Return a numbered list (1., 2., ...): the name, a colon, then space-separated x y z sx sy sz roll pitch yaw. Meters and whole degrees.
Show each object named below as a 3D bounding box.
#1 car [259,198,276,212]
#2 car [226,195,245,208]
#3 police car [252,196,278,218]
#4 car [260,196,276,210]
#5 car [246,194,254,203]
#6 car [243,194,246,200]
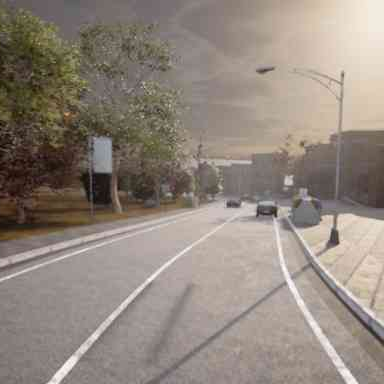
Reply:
1. car: 9.381 1.550 41.280 1.801 1.575 5.366 2 0 13
2. car: 5.955 1.563 47.181 1.895 1.301 4.718 2 0 13
3. police car: 7.066 1.506 31.422 1.930 1.638 5.238 2 0 13
4. car: 10.712 1.450 46.959 2.097 1.767 4.553 2 0 13
5. car: 12.737 1.471 67.312 2.128 1.511 4.902 1 0 3
6. car: 13.147 1.368 82.544 1.837 1.490 4.892 0 0 -3
